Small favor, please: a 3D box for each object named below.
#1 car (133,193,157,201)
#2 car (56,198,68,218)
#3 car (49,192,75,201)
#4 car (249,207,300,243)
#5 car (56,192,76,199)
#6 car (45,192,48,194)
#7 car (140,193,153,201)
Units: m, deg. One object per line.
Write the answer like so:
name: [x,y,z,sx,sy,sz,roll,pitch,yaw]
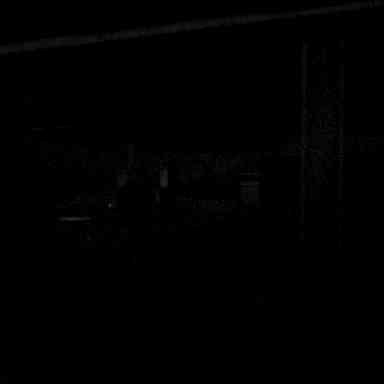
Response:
car: [-9.632,0.990,68.805,4.514,1.523,2.007,1,0,23]
car: [-11.548,1.417,23.607,1.837,1.490,4.892,1,0,24]
car: [-22.623,0.899,58.138,3.633,1.501,1.845,1,0,23]
car: [4.492,1.600,17.572,2.242,1.667,4.611,1,0,23]
car: [-27.880,0.812,73.533,3.806,1.475,1.970,1,0,23]
car: [-33.482,0.707,79.239,3.633,1.501,1.845,1,0,23]
car: [-10.842,0.986,65.911,5.027,1.636,2.152,1,0,23]
